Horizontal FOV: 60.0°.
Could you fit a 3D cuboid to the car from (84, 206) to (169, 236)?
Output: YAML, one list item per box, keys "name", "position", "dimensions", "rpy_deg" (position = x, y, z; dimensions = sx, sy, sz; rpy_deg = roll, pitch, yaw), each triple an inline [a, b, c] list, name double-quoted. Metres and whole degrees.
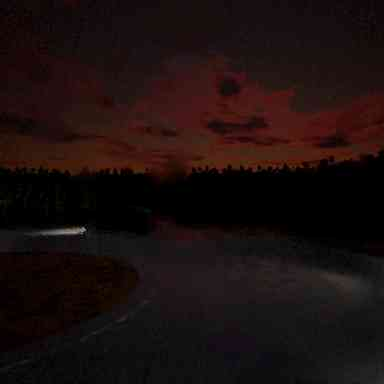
- name: "car"
  position: [-3.512, 1.492, 17.836]
  dimensions: [4.674, 1.442, 1.812]
  rpy_deg: [0, -1, 20]
